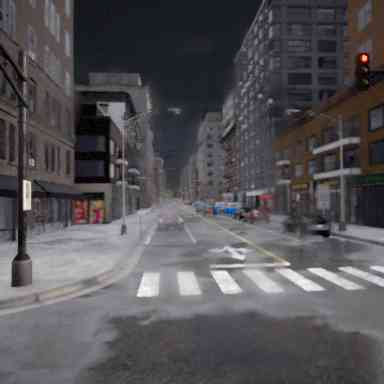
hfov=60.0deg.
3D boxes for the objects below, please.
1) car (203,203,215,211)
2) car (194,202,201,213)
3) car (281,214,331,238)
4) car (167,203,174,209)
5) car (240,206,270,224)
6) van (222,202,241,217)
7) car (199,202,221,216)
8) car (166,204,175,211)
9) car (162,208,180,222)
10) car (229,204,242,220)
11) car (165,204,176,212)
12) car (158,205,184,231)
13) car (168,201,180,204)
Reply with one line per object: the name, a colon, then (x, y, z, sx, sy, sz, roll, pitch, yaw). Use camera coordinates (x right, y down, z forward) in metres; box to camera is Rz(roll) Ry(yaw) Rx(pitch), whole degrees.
car: (3.534, 3.055, 69.595, 1.967, 1.590, 4.097, -1, -1, -4)
car: (1.692, 2.941, 57.445, 1.895, 1.301, 4.718, -1, -1, -4)
car: (6.790, 1.952, 20.117, 1.947, 1.339, 4.313, -1, -1, -4)
car: (-5.918, 3.801, 91.054, 1.887, 1.381, 4.507, -1, -1, -4)
car: (6.067, 2.234, 31.112, 1.802, 1.307, 4.206, -1, -1, -4)
van: (5.340, 2.264, 42.112, 1.690, 1.788, 3.998, -1, -1, -4)
car: (2.426, 2.582, 47.034, 1.837, 1.490, 4.892, -1, -1, -3)
car: (-4.834, 3.384, 74.561, 1.887, 1.381, 4.507, -1, -1, -4)
car: (-2.302, 2.454, 36.080, 1.802, 1.307, 4.206, -1, -1, -4)
car: (5.705, 2.353, 36.610, 1.947, 1.339, 4.313, -1, -1, -4)
car: (-4.111, 3.112, 63.566, 2.008, 1.369, 4.403, -1, -1, -4)
car: (-1.580, 2.044, 25.089, 1.967, 1.590, 4.097, -1, -1, -4)
car: (-3.389, 2.723, 52.575, 1.967, 1.590, 4.097, -1, -1, -4)
